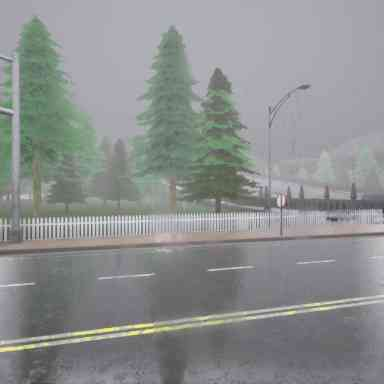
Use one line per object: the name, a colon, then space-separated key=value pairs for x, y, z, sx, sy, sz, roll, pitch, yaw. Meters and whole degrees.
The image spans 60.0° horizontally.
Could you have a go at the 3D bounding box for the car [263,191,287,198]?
car: x=12.653 y=0.684 z=53.468 sx=2.097 sy=1.767 sz=4.553 roll=0 pitch=4 yaw=-19

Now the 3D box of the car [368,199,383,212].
car: x=22.151 y=1.555 z=37.049 sx=1.994 sy=1.385 sz=4.181 roll=0 pitch=0 yaw=-20

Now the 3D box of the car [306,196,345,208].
car: x=18.679 y=1.350 z=46.837 sx=2.033 sy=1.411 sz=5.357 roll=0 pitch=2 yaw=-20

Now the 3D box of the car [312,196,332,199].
car: x=16.498 y=1.440 z=42.518 sx=1.812 sy=1.442 sz=4.674 roll=0 pitch=1 yaw=-19

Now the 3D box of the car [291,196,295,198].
car: x=15.315 y=0.727 z=56.471 sx=2.033 sy=1.411 sz=5.357 roll=0 pitch=5 yaw=-19

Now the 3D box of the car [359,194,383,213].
car: x=19.664 y=1.217 z=33.584 sx=2.150 sy=2.045 sz=5.566 roll=0 pitch=0 yaw=-20
